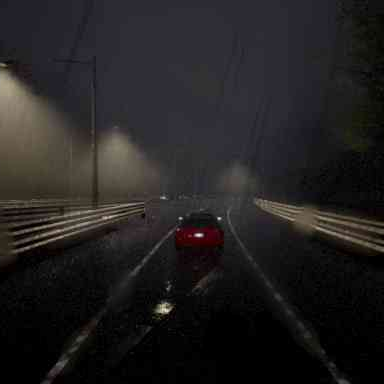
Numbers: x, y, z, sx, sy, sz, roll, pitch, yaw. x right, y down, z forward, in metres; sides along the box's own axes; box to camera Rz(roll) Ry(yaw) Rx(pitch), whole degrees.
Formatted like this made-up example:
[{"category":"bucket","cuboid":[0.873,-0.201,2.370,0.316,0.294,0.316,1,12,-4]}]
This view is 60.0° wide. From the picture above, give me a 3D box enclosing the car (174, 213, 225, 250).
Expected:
[{"category":"car","cuboid":[0.352,1.567,14.308,1.994,1.385,4.181,0,0,3]}]
